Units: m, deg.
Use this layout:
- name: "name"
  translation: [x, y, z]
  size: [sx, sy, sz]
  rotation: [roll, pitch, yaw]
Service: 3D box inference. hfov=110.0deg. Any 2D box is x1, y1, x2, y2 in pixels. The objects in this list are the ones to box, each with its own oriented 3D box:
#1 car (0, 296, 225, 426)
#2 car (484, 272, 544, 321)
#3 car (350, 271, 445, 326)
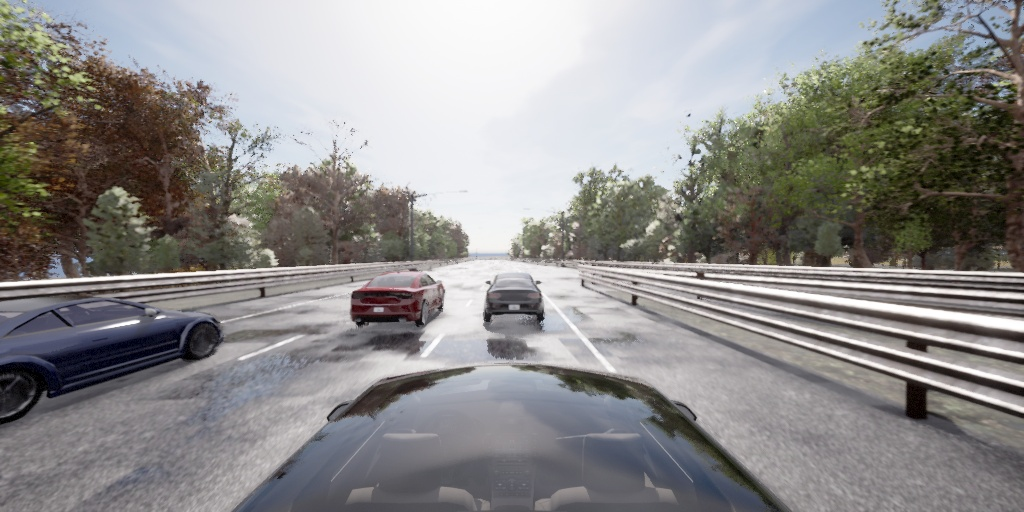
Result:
- name: "car"
  translation: [-6.916, 1.317, 5.647]
  size: [1.994, 1.385, 4.181]
  rotation: [0, 0, 0]
- name: "car"
  translation: [0.052, 1.278, 12.386]
  size: [1.812, 1.442, 4.674]
  rotation: [0, 0, 0]
- name: "car"
  translation: [-3.444, 1.231, 11.707]
  size: [1.882, 1.535, 5.008]
  rotation: [0, 0, 0]
